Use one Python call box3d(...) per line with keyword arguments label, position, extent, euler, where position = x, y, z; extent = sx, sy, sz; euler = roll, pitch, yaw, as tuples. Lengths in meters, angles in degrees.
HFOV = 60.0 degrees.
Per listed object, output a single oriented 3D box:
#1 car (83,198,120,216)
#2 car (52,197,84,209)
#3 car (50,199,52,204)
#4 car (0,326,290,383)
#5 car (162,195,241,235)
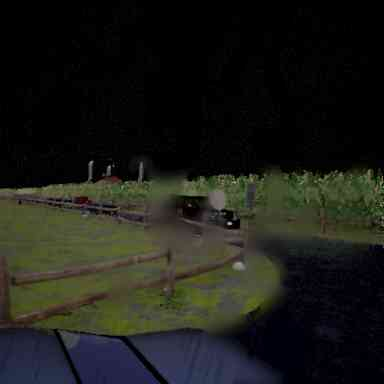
box3d(label="car", position=(-8.438, 1.525, 31.763), extent=(1.895, 1.301, 4.718), euler=(2, -1, -35))
box3d(label="car", position=(-15.850, 1.337, 42.341), extent=(2.128, 1.511, 4.902), euler=(2, -1, -35))
box3d(label="car", position=(-23.178, 1.440, 57.800), extent=(1.895, 1.301, 4.718), euler=(2, -1, -36))
box3d(label="car", position=(-1.723, 1.538, 1.371), extent=(5.357, 1.411, 2.033), euler=(1, 0, -31))
box3d(label="car", position=(0.362, 1.244, 19.290), extent=(2.150, 2.045, 5.566), euler=(2, -1, -35))
